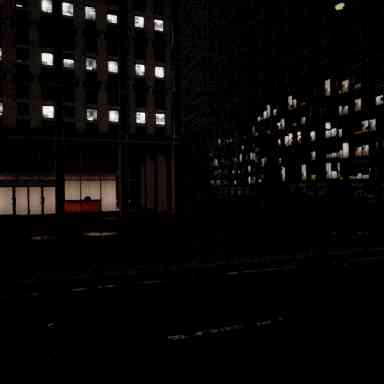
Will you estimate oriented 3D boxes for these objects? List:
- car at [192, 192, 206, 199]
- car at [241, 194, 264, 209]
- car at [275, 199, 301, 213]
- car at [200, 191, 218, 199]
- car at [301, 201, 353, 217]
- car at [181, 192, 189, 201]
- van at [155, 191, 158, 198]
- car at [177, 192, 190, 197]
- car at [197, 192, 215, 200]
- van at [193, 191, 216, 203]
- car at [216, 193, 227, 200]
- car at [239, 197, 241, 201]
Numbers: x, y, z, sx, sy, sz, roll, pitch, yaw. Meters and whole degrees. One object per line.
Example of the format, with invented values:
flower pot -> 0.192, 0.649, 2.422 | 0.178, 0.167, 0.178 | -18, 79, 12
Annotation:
car -> 1.709, 0.706, 80.248 | 1.967, 1.590, 4.097 | 0, 1, -21
car -> 8.109, 1.332, 40.090 | 1.947, 1.339, 4.313 | 0, 1, -21
car -> 10.093, 1.400, 34.765 | 1.802, 1.307, 4.206 | 0, 1, -21
car -> 3.748, 0.634, 74.941 | 2.192, 1.841, 5.009 | 0, 1, -21
car -> 12.115, 1.434, 29.451 | 1.947, 1.339, 4.313 | 0, 1, -21
car -> -2.035, 1.056, 66.634 | 2.008, 1.369, 4.403 | 0, 1, -21
van -> -8.152, 0.687, 82.548 | 1.690, 1.788, 3.998 | 0, 1, -21
car -> -2.368, 0.710, 90.860 | 2.008, 1.369, 4.403 | 0, 1, -21
car -> 2.919, 0.880, 69.861 | 1.882, 1.535, 5.008 | -1, 1, -21
van -> 2.042, 0.952, 56.021 | 1.690, 1.788, 3.998 | 0, 1, -21
car -> 5.788, 0.954, 69.639 | 1.802, 1.307, 4.206 | 0, 1, -21
car -> 9.865, 1.060, 59.028 | 1.802, 1.307, 4.206 | 0, 1, -21
